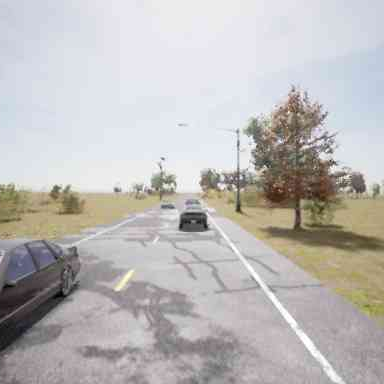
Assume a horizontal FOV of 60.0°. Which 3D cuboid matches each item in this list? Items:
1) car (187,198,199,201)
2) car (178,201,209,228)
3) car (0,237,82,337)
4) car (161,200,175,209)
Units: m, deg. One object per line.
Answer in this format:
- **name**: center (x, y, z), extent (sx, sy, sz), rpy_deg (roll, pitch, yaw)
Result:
- **car**: center (0.091, 1.569, 41.671), extent (2.097, 1.767, 4.553), rpy_deg (0, 0, 0)
- **car**: center (0.094, 1.630, 23.419), extent (1.837, 1.490, 4.892), rpy_deg (0, 0, 0)
- **car**: center (-3.602, 1.580, 5.917), extent (2.033, 1.411, 5.357), rpy_deg (0, 0, 0)
- **car**: center (-3.577, 1.856, 49.438), extent (1.895, 1.301, 4.718), rpy_deg (0, 0, 0)
